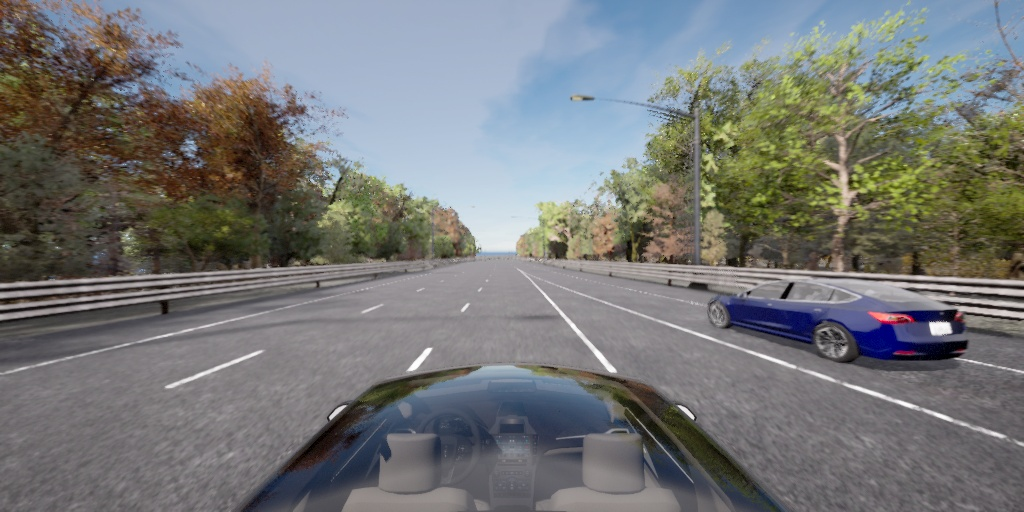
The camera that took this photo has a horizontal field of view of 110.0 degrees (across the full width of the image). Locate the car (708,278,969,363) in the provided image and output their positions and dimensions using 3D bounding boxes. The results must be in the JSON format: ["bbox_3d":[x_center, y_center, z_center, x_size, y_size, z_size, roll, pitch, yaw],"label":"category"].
[{"bbox_3d":[6.669,1.219,8.154,2.163,1.488,4.792,0,0,-7],"label":"car"}]
